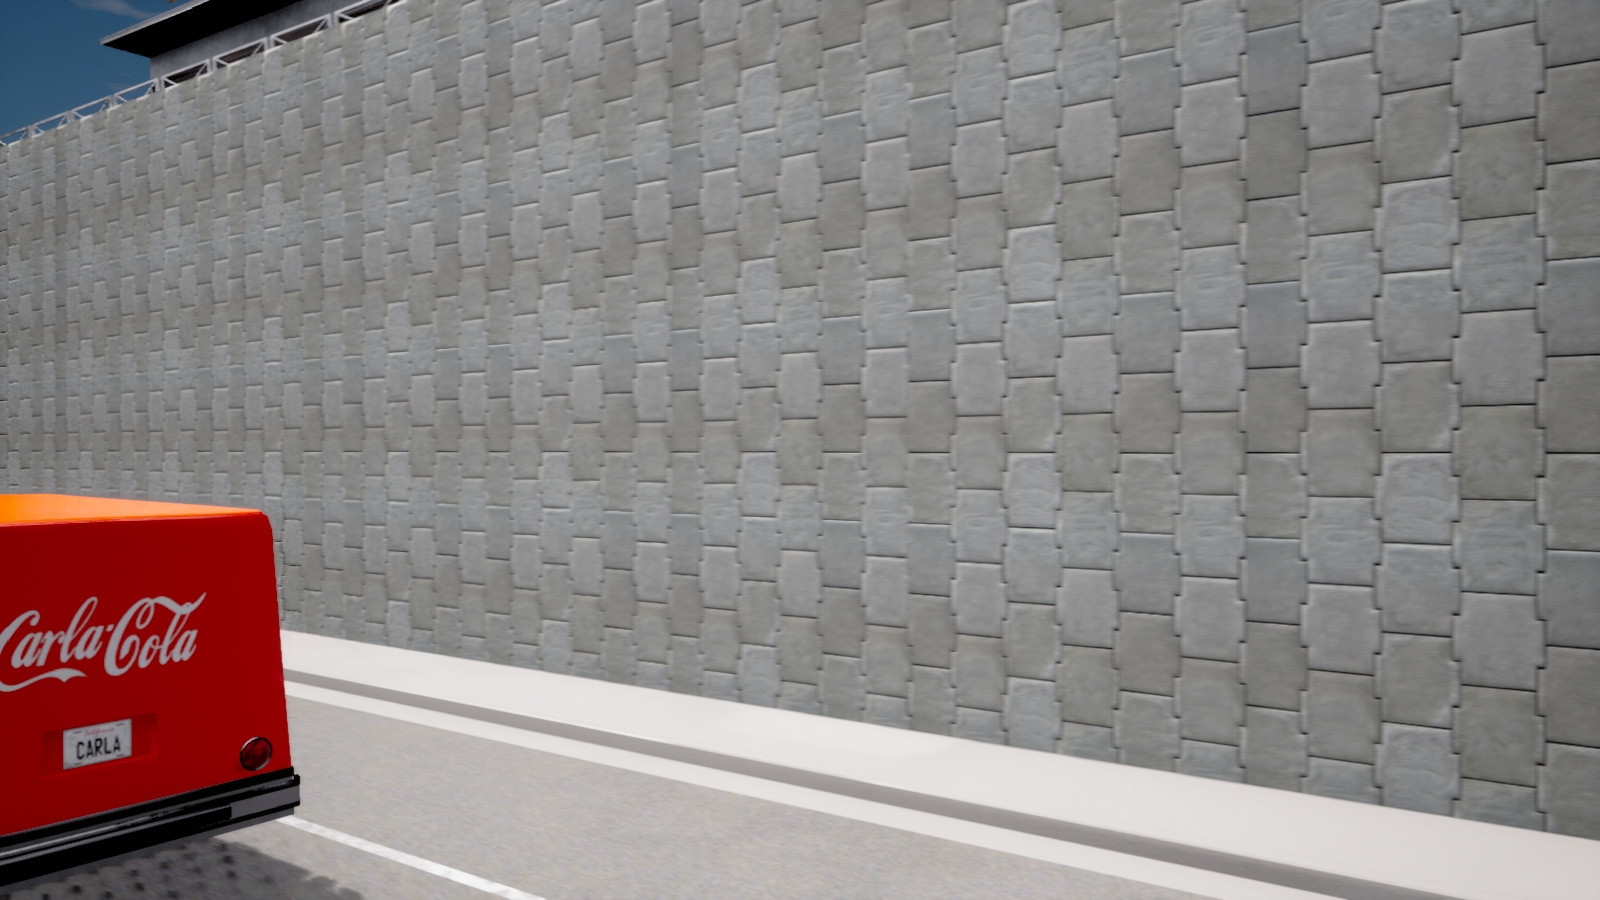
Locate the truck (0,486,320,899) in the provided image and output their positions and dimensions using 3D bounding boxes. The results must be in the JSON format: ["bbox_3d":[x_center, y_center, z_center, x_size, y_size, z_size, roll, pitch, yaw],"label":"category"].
[{"bbox_3d":[-6.046,1.568,7.989,5.204,2.467,2.627,0,0,36],"label":"truck"}]
